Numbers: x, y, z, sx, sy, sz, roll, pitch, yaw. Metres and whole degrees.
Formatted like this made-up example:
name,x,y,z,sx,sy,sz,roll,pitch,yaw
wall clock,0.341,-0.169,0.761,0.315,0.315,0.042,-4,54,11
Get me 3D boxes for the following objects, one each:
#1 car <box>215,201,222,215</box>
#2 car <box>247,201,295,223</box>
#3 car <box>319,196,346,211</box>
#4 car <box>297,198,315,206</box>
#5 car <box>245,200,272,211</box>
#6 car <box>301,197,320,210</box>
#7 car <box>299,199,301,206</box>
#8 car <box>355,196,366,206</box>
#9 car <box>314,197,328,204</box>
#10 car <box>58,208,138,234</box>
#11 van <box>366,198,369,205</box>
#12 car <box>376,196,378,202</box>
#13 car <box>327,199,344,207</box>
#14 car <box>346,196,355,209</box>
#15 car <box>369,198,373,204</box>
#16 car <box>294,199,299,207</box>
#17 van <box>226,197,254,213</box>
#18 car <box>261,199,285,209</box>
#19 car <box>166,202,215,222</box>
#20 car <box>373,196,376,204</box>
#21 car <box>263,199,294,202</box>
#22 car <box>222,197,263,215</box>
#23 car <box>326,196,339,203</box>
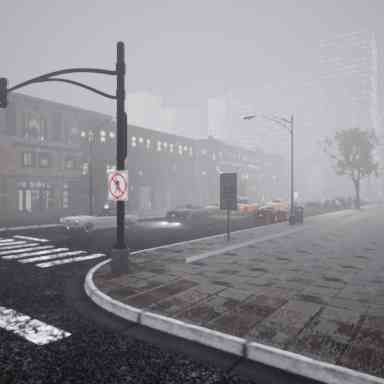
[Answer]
name,x,y,z,sx,sy,sz,roll,pitch,yaw
car,2.676,1.674,36.283,1.752,1.417,4.829,0,0,35
car,6.499,1.669,27.055,1.887,1.381,4.507,0,0,35
car,19.161,1.676,45.172,1.967,1.590,4.097,0,-1,35
car,21.833,1.876,63.553,2.008,1.369,4.403,0,-1,35
car,9.127,1.755,45.466,2.008,1.369,4.403,0,0,35
car,17.698,1.732,47.584,2.128,1.511,4.902,0,0,35
car,18.656,1.845,59.031,2.008,1.369,4.403,0,-1,35
car,28.690,1.642,58.738,2.192,1.841,5.009,0,-1,35
car,28.185,1.827,72.596,1.967,1.590,4.097,0,-1,35
car,-5.544,1.668,20.071,1.895,1.301,4.718,0,0,35
van,31.867,1.699,63.259,1.690,1.788,3.998,0,-1,35
car,41.396,2.036,76.822,1.802,1.307,4.206,0,-1,35
car,25.097,1.913,58.118,1.895,1.301,4.718,0,0,35
car,22.337,1.581,49.694,2.192,1.841,5.009,0,-1,35
car,35.043,1.971,67.778,1.802,1.307,4.206,0,-1,35
car,15.480,1.815,54.509,2.008,1.369,4.403,0,-1,35
van,5.950,1.517,40.945,1.690,1.788,3.998,0,0,35
car,12.205,1.758,49.848,1.752,1.417,4.829,0,-1,35
car,-0.293,1.671,27.530,1.994,1.385,4.181,0,0,36
car,38.318,1.948,72.440,1.752,1.417,4.829,0,-1,35
car,11.386,1.684,44.094,1.882,1.535,5.008,0,0,36
car,5.515,1.507,35.794,2.097,1.767,4.553,0,0,35
car,34.538,1.893,81.640,1.967,1.590,4.097,0,-1,35
